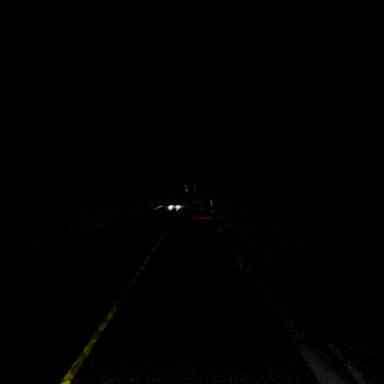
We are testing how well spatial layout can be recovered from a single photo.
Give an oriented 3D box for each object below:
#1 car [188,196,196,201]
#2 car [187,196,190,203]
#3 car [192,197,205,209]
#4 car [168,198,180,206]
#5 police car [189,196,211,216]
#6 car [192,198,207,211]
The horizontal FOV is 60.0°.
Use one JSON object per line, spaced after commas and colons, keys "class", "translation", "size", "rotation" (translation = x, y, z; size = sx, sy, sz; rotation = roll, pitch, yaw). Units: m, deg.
{"class": "car", "translation": [0.032, 1.643, 85.392], "size": [1.994, 1.385, 4.181], "rotation": [0, 0, 0]}
{"class": "car", "translation": [0.027, 1.597, 70.391], "size": [2.033, 1.411, 5.357], "rotation": [0, 0, 0]}
{"class": "car", "translation": [0.918, 1.604, 49.867], "size": [1.882, 1.535, 5.008], "rotation": [0, 0, 0]}
{"class": "car", "translation": [-3.036, 1.711, 57.383], "size": [1.994, 1.385, 4.181], "rotation": [0, 0, 0]}
{"class": "police car", "translation": [0.913, 1.509, 33.975], "size": [1.930, 1.638, 5.238], "rotation": [0, 0, 0]}
{"class": "car", "translation": [0.916, 1.588, 43.866], "size": [1.882, 1.535, 5.008], "rotation": [0, 0, 0]}
